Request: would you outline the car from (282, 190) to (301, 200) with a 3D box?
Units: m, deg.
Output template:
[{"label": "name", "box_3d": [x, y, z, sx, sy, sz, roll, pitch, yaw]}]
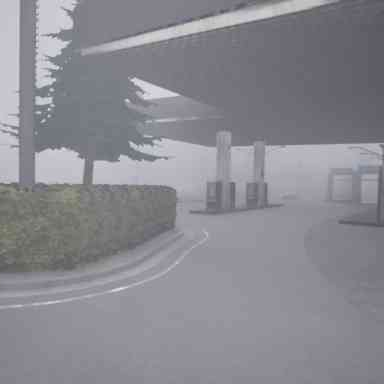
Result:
[{"label": "car", "box_3d": [15.693, 0.459, 52.176, 1.812, 1.442, 4.674, 2, 2, 35]}]

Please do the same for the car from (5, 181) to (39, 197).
[{"label": "car", "box_3d": [-21.691, -0.466, 42.409, 4.605, 1.855, 1.932, 2, 2, 35]}]

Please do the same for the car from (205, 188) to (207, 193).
[{"label": "car", "box_3d": [4.976, -0.353, 65.564, 5.027, 1.636, 2.152, 2, 2, 35]}]

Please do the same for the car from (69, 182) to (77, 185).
[{"label": "car", "box_3d": [-25.349, -1.294, 68.052, 4.605, 1.855, 1.932, 2, 2, 35]}]

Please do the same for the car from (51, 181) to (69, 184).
[{"label": "car", "box_3d": [-26.688, -1.266, 65.441, 3.866, 1.878, 1.905, 2, 2, 35]}]

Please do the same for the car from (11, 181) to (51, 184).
[{"label": "car", "box_3d": [-17.164, -0.180, 35.189, 3.866, 1.878, 1.905, 2, 2, 35]}]
